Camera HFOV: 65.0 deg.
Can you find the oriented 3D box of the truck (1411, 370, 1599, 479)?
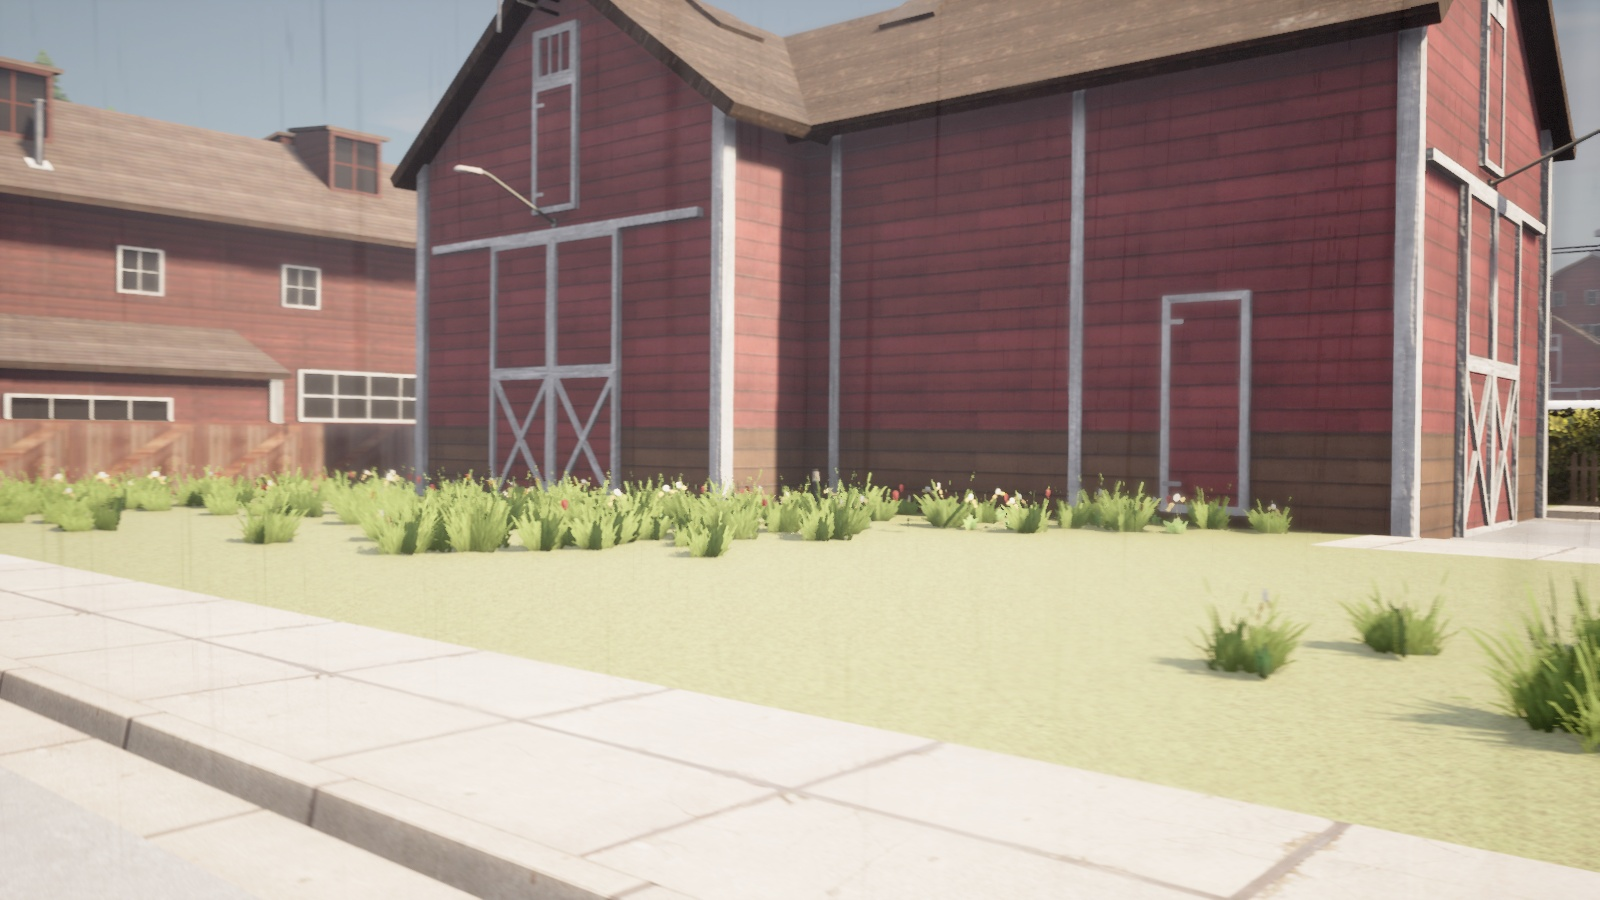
[{"bbox_3d":[25.240,-0.838,42.248,7.936,3.462,2.891,0,1,40],"label":"truck"}]

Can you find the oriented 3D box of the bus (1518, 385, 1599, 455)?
[{"bbox_3d":[50.521,-1.876,77.539,10.273,4.253,3.944,0,1,39],"label":"bus"}]
